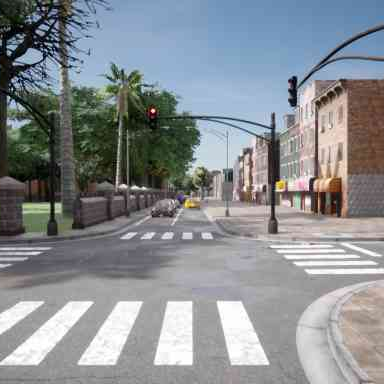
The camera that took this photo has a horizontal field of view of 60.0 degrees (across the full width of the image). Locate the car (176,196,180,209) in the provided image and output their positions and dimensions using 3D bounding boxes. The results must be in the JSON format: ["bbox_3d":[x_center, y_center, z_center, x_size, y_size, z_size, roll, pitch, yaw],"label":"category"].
[{"bbox_3d":[-2.621,1.498,36.340,1.967,1.590,4.097,0,0,0],"label":"car"}]

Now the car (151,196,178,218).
[{"bbox_3d":[-2.625,1.481,30.652,1.967,1.590,4.097,0,0,0],"label":"car"}]

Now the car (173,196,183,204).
[{"bbox_3d":[-2.981,1.715,71.258,1.837,1.490,4.892,0,0,0],"label":"car"}]

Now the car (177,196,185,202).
[{"bbox_3d":[-2.599,1.818,81.849,1.887,1.381,4.507,0,0,0],"label":"car"}]

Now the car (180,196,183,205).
[{"bbox_3d":[-2.616,1.680,47.718,1.802,1.307,4.206,0,0,0],"label":"car"}]

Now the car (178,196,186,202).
[{"bbox_3d":[-2.596,1.861,87.538,2.008,1.369,4.403,-1,0,0],"label":"car"}]

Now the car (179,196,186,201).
[{"bbox_3d":[-2.593,1.915,93.227,1.947,1.339,4.313,-1,0,0],"label":"car"}]

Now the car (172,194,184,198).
[{"bbox_3d":[-2.946,1.402,64.289,2.150,2.045,5.566,0,0,0],"label":"car"}]

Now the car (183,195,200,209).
[{"bbox_3d":[0.122,1.571,46.522,1.882,1.535,5.008,0,0,0],"label":"car"}]
